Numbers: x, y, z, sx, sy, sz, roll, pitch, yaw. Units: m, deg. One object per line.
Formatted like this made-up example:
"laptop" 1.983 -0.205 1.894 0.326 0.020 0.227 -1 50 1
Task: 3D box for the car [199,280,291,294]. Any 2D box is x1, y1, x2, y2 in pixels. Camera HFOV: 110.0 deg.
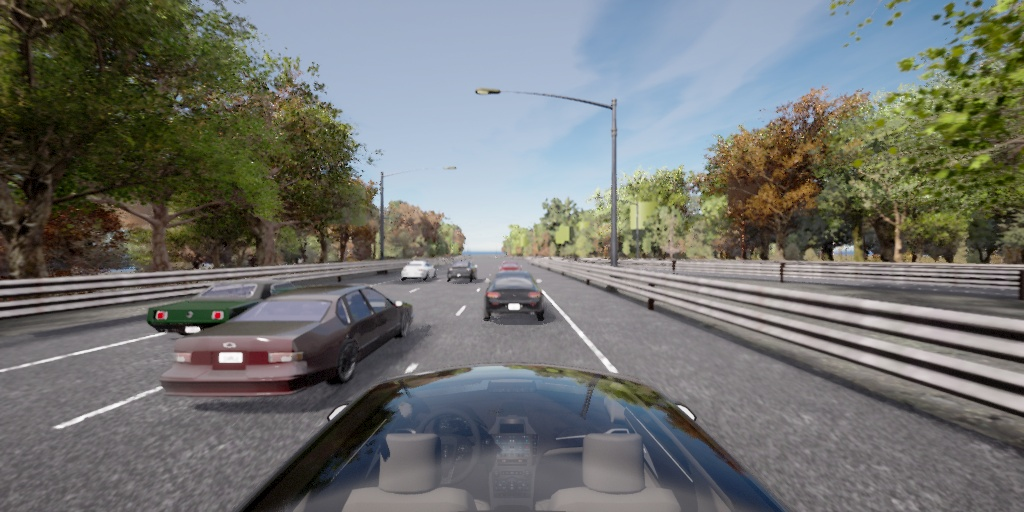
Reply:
"car" -6.938 1.302 10.001 1.895 1.301 4.718 0 0 0

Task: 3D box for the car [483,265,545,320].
"car" 0.046 1.213 12.143 1.812 1.442 4.674 0 0 0

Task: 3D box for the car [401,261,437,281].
"car" -7.152 1.131 27.738 1.812 1.442 4.674 0 0 -1

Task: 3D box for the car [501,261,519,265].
"car" -0.153 1.129 27.817 1.812 1.442 4.674 0 0 -1

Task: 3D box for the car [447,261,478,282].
"car" -3.634 1.101 26.724 2.128 1.511 4.902 0 0 -1

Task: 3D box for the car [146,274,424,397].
"car" -3.422 1.266 6.863 2.033 1.411 5.357 0 0 0
